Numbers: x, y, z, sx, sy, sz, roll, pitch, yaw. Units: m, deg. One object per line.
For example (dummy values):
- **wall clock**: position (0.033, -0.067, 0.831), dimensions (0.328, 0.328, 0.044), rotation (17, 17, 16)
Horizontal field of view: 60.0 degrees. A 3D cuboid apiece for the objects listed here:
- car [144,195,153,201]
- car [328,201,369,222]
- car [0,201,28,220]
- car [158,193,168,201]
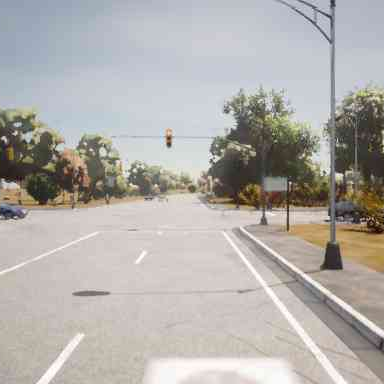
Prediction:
- **car**: position (-10.500, 1.452, 80.924), dimensions (1.837, 1.490, 4.892), rotation (0, 0, 0)
- **car**: position (13.128, 1.421, 25.698), dimensions (4.892, 1.490, 1.837), rotation (0, 0, 3)
- **car**: position (-15.963, 1.458, 27.345), dimensions (4.674, 1.442, 1.812), rotation (0, 0, 3)
- **car**: position (-7.000, 1.177, 80.894), dimensions (2.150, 2.045, 5.566), rotation (0, 0, 0)
